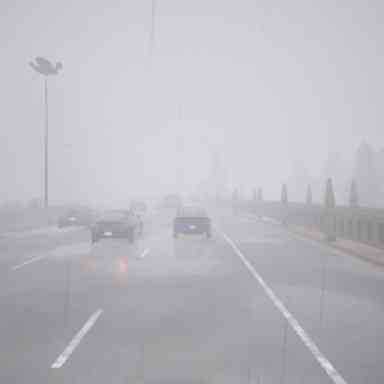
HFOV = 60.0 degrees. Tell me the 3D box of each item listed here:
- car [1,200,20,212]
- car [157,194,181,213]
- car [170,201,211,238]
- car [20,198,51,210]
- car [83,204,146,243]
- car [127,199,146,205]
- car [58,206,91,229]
[{"bbox_3d":[-21.607,1.658,40.274,1.994,1.385,4.181,0,0,-17],"label":"car"},{"bbox_3d":[-2.562,1.278,37.326,2.150,2.045,5.566,0,0,-12],"label":"car"},{"bbox_3d":[-0.083,1.495,18.001,1.882,1.535,5.008,0,0,-3],"label":"car"},{"bbox_3d":[-17.063,1.425,36.872,2.097,1.767,4.553,0,0,-14],"label":"car"},{"bbox_3d":[-3.512,1.540,16.019,1.812,1.442,4.674,0,0,-1],"label":"car"},{"bbox_3d":[-6.228,1.553,37.552,2.128,1.511,4.902,0,0,-12],"label":"car"},{"bbox_3d":[-7.349,1.589,22.043,1.994,1.385,4.181,0,0,-4],"label":"car"}]
